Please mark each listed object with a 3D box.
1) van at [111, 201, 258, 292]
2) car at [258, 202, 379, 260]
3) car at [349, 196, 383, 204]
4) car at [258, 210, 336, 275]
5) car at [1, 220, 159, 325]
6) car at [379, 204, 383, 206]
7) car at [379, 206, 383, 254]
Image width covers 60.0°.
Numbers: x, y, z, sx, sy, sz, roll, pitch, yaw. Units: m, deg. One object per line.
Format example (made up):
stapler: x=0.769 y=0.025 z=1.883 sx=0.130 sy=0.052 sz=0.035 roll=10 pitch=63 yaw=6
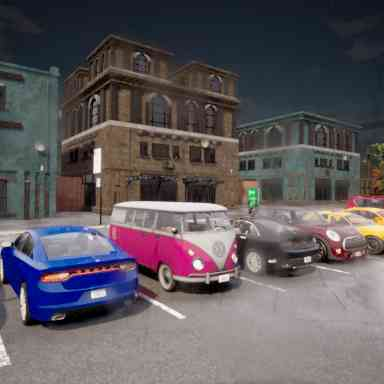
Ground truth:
van: x=-0.608 y=1.256 z=8.875 sx=1.878 sy=1.987 sz=4.442 roll=0 pitch=0 yaw=-36
car: x=3.935 y=1.356 z=12.307 sx=2.185 sy=1.767 sz=4.553 roll=0 pitch=0 yaw=-36
car: x=10.660 y=1.230 z=17.043 sx=2.435 sy=2.045 sz=5.566 roll=0 pitch=0 yaw=-36
car: x=1.592 y=1.483 z=10.584 sx=2.231 sy=1.521 sz=4.892 roll=0 pitch=0 yaw=-36
car: x=-2.937 y=1.480 z=7.346 sx=2.097 sy=1.535 sz=5.008 roll=0 pitch=0 yaw=-36
car: x=8.376 y=1.481 z=15.451 sx=2.097 sy=1.535 sz=5.008 roll=0 pitch=0 yaw=-36
car: x=6.223 y=1.479 z=13.677 sx=1.946 sy=1.575 sz=5.366 roll=0 pitch=0 yaw=-36
